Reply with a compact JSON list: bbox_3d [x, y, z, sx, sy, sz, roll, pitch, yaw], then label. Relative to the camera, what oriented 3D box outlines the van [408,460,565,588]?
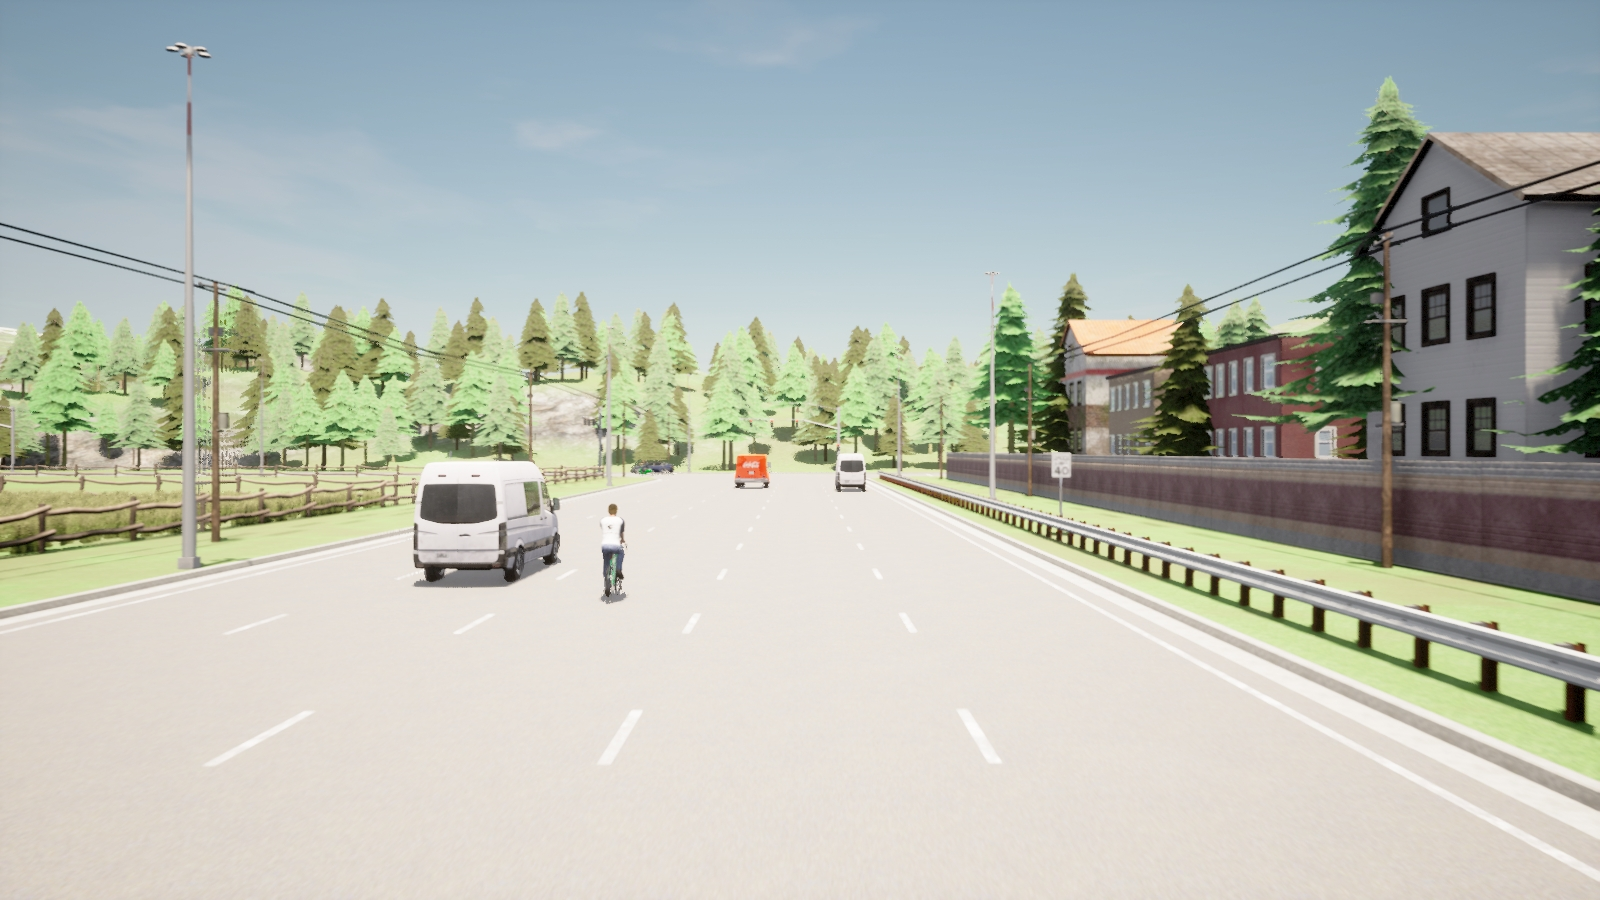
[{"bbox_3d":[-6.998,1.534,26.267,1.988,2.561,5.915,0,0,0],"label":"van"}]

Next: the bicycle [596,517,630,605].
[{"bbox_3d":[-3.501,2.056,21.475,0.373,1.496,1.643,0,0,0],"label":"bicycle"}]
